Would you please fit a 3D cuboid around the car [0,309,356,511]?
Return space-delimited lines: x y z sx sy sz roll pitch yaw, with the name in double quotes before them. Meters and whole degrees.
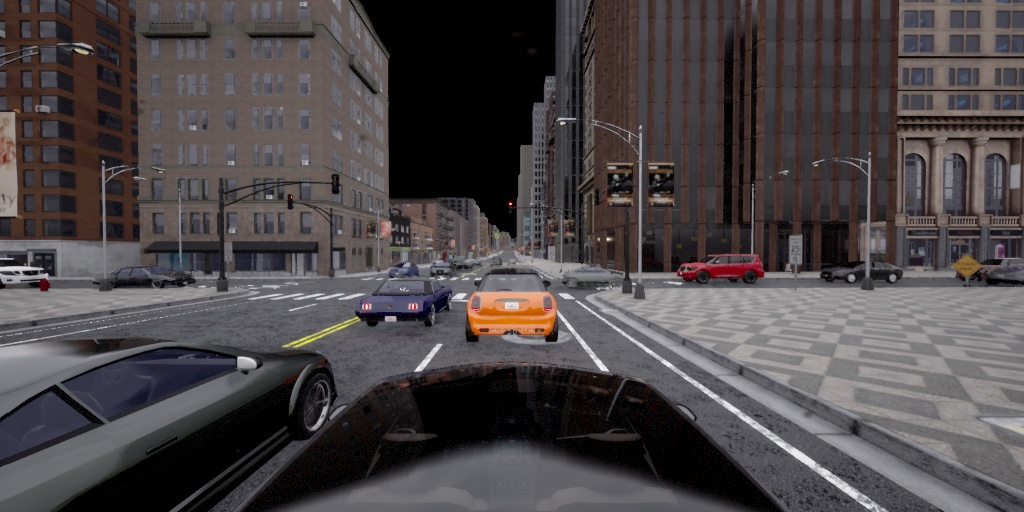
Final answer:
"car" -3.158 1.314 2.742 1.994 1.385 4.181 0 0 1

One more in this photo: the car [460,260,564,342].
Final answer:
"car" 0.006 1.101 9.911 2.097 1.767 4.553 0 0 0

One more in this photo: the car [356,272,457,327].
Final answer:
"car" -3.154 1.350 11.561 1.895 1.301 4.718 0 0 0

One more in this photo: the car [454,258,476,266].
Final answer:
"car" -6.626 1.376 50.623 1.895 1.301 4.718 0 0 0

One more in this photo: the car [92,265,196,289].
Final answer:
"car" -24.119 1.396 23.563 5.357 1.411 2.033 0 1 0

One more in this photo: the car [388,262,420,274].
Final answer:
"car" -9.866 1.288 33.117 1.812 1.442 4.674 0 0 0

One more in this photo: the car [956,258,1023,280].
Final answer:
"car" 35.001 0.926 25.666 4.553 1.767 2.097 0 1 0

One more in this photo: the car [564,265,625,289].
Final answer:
"car" 5.259 1.301 22.730 4.181 1.385 1.994 0 1 10

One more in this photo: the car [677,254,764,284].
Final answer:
"car" 14.827 0.876 25.589 5.566 2.045 2.150 0 1 0

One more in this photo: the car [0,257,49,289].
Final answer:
"car" -34.311 1.105 23.614 5.566 2.045 2.150 0 1 0

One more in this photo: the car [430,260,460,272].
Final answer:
"car" -6.618 1.327 34.946 1.994 1.385 4.181 0 0 0

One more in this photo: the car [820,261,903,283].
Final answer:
"car" 24.883 1.119 25.631 4.892 1.490 1.837 0 1 0

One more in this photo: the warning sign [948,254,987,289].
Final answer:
"warning sign" 25.168 0.827 19.830 1.060 1.860 1.300 0 0 0

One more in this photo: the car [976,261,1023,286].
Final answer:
"car" 32.649 1.202 22.472 4.181 1.385 1.994 0 1 0
